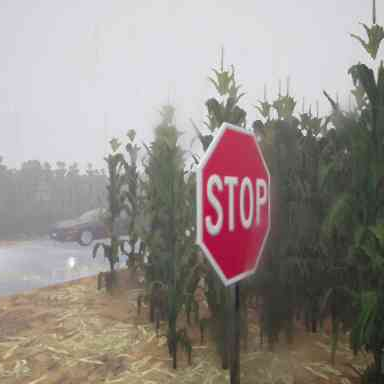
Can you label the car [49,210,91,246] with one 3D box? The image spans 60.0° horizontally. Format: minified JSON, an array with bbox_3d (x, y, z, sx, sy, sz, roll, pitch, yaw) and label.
[{"bbox_3d":[-4.197,1.496,15.734,1.882,1.535,5.008,0,0,36],"label":"car"}]
